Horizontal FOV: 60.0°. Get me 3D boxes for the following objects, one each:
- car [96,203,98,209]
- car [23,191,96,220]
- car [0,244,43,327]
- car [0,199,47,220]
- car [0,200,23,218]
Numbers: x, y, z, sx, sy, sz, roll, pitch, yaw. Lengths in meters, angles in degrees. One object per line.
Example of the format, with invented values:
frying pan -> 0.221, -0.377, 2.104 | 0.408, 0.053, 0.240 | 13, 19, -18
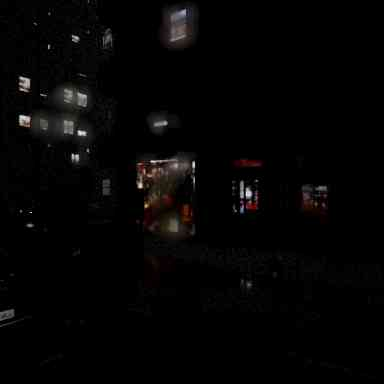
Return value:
car -> -10.917, 1.250, 30.527 | 1.752, 1.417, 4.829 | 1, 1, 35
car -> -10.763, 0.994, 26.253 | 2.150, 2.045, 5.566 | 0, 1, 35
car -> -4.480, 1.551, 6.082 | 4.403, 1.369, 2.008 | 0, 0, 36
car -> -14.013, 1.350, 26.106 | 2.008, 1.369, 4.403 | 1, 1, 35
car -> -12.697, 1.128, 18.023 | 2.150, 2.045, 5.566 | 2, 3, 44
